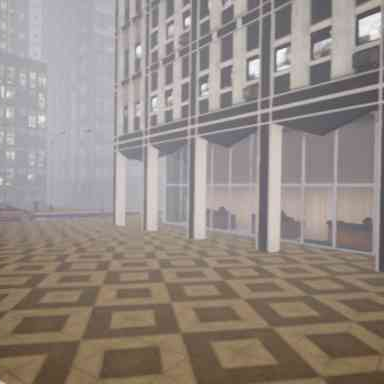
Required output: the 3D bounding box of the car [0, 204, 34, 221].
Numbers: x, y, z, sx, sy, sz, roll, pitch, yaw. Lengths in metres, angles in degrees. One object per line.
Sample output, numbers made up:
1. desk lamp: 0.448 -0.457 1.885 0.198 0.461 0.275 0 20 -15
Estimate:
1. car: -14.498 1.592 25.680 4.181 1.385 1.994 0 1 -41
